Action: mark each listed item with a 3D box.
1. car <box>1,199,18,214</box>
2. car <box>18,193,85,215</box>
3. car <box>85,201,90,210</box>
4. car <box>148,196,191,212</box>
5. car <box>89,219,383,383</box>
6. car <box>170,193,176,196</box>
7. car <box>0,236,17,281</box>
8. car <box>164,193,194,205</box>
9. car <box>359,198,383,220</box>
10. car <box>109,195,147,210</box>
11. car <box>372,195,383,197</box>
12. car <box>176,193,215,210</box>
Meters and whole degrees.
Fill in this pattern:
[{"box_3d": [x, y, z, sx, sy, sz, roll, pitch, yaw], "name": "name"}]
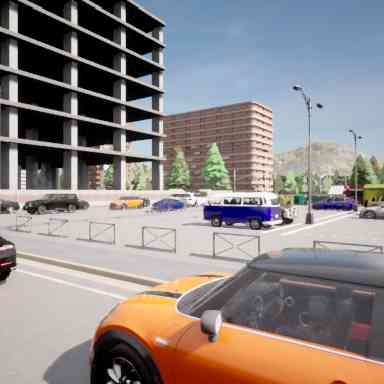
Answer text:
[{"box_3d": [-19.519, 1.436, 32.551, 2.128, 1.511, 4.902, 0, 0, 36], "name": "car"}, {"box_3d": [-14.212, 1.166, 33.982, 2.150, 2.045, 5.566, 0, 0, 35], "name": "car"}, {"box_3d": [-14.377, 1.508, 39.825, 1.994, 1.385, 4.181, 0, 0, 35], "name": "car"}, {"box_3d": [-2.493, 1.470, 38.105, 1.812, 1.442, 4.674, 0, 0, 35], "name": "car"}, {"box_3d": [1.074, 1.352, 3.223, 4.553, 1.767, 2.097, 0, 0, 35], "name": "car"}, {"box_3d": [-2.259, 1.166, 50.894, 2.150, 2.045, 5.566, 0, 0, 35], "name": "car"}, {"box_3d": [-6.439, 1.492, 8.536, 4.902, 1.511, 2.128, 0, 0, 35], "name": "car"}, {"box_3d": [-2.148, 1.166, 57.076, 2.150, 2.045, 5.566, 0, 0, 36], "name": "car"}, {"box_3d": [14.651, 1.395, 24.775, 3.806, 1.475, 1.970, 0, 0, 36], "name": "car"}, {"box_3d": [-8.335, 1.296, 42.310, 2.097, 1.767, 4.553, 0, 0, 35], "name": "car"}, {"box_3d": [17.857, 1.153, 29.341, 4.605, 1.855, 1.932, 0, 0, 36], "name": "car"}, {"box_3d": [0.556, 1.166, 48.503, 2.150, 2.045, 5.566, 0, 0, 35], "name": "car"}]
